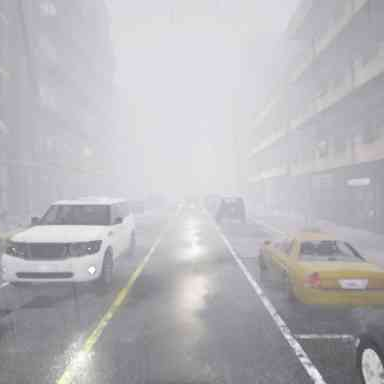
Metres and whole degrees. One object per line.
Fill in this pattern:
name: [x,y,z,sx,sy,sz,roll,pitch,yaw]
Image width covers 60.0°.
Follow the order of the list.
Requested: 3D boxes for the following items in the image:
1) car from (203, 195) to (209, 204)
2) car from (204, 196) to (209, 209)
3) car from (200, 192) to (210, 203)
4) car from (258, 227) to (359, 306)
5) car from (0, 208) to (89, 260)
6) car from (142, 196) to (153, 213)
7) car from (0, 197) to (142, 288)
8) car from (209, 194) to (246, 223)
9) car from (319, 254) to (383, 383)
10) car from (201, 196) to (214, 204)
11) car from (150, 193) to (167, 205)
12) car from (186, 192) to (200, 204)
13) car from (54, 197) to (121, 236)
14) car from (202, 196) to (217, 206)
car: [2.690,1.390,41.114,1.887,1.381,4.507,1,0,0]
car: [2.691,1.416,35.546,2.008,1.369,4.403,1,0,0]
car: [2.691,1.140,46.680,2.192,1.841,5.009,1,0,0]
car: [2.699,1.494,7.877,1.752,1.417,4.829,1,0,0]
car: [-5.683,1.474,13.136,1.752,1.417,4.829,1,0,0]
car: [-5.689,1.431,35.578,1.947,1.339,4.313,1,0,0]
car: [-3.002,1.186,9.502,2.150,2.045,5.566,0,0,0]
car: [2.697,1.221,24.410,2.192,1.841,5.009,1,0,0]
car: [2.700,1.542,2.139,2.008,1.369,4.403,1,0,0]
car: [2.685,1.351,57.818,1.947,1.339,4.313,1,0,0]
car: [-5.690,1.120,52.280,2.192,1.841,5.009,1,0,0]
car: [-0.014,1.282,56.486,2.128,1.511,4.902,0,0,0]
car: [-5.682,1.242,18.873,2.192,1.841,5.009,1,0,0]
car: [2.687,1.356,52.250,2.008,1.369,4.403,1,0,0]
